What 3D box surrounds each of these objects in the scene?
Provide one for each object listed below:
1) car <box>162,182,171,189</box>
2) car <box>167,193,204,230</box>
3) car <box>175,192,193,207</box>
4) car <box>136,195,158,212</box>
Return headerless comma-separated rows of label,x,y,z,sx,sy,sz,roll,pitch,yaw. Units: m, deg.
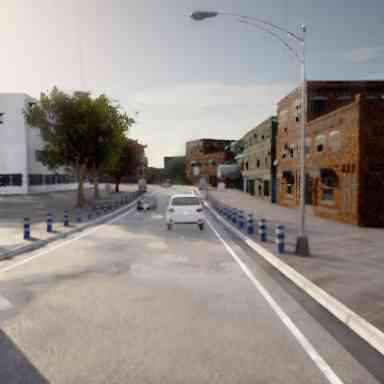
car,-5.766,-1.477,74.427,1.994,1.385,4.181,-1,4,-8
car,-0.431,1.153,21.054,2.150,2.045,5.566,0,1,-2
car,-0.946,0.849,40.103,2.033,1.411,5.357,0,3,-2
car,-4.470,1.106,33.802,2.128,1.511,4.902,0,2,-1
